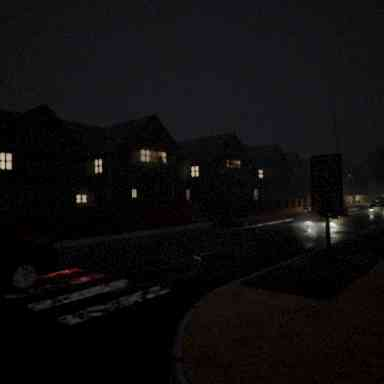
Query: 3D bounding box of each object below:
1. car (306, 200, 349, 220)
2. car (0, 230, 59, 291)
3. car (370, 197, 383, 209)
[{"bbox_3d":[10.735,1.219,26.250,2.097,1.767,4.553,-2,-1,40],"label":"car"},{"bbox_3d":[-5.503,1.557,7.177,1.882,1.535,5.008,-2,0,40],"label":"car"},{"bbox_3d":[23.351,1.308,40.910,1.812,1.442,4.674,-2,-1,40],"label":"car"}]
